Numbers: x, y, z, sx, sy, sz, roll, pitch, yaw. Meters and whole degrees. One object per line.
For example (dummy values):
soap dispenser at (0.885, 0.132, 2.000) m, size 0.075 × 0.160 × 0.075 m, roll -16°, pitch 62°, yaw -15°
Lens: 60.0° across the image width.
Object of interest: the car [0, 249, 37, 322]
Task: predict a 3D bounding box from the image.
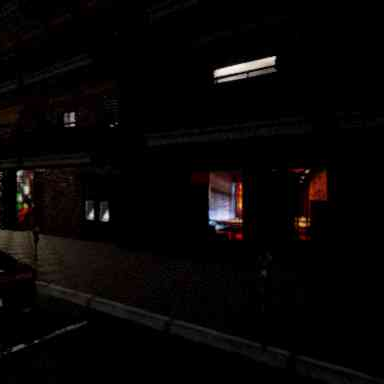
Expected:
car at (-4.740, 1.538, 6.241) m, size 4.507 × 1.381 × 1.887 m, roll 0°, pitch 1°, yaw 36°
